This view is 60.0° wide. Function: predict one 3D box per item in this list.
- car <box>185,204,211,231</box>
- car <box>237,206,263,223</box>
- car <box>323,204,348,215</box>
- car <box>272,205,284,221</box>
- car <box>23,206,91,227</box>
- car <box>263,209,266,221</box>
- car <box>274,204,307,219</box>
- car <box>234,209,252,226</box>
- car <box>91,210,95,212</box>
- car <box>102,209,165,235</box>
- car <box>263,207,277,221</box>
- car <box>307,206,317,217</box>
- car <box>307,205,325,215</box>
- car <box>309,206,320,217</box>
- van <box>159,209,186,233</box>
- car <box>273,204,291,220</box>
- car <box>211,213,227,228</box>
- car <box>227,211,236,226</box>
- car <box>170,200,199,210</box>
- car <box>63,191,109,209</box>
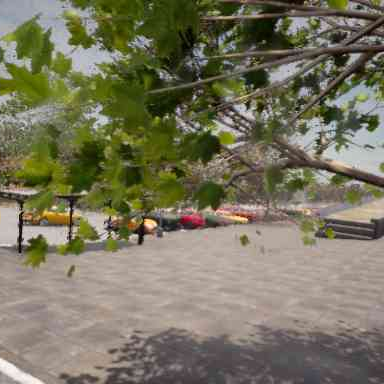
[{"bbox_3d":[-1.431,2.488,32.502,5.566,2.045,2.435,6,2,16],"label":"car"},{"bbox_3d":[5.664,2.838,42.236,5.566,2.045,2.435,6,2,16],"label":"car"},{"bbox_3d":[37.115,4.611,86.125,5.566,2.045,2.435,6,2,16],"label":"car"},{"bbox_3d":[10.899,3.226,49.545,4.553,1.767,2.185,6,2,16],"label":"car"},{"bbox_3d":[-11.389,1.933,27.581,1.882,1.535,5.008,7,1,37],"label":"car"},{"bbox_3d":[7.387,3.203,44.685,4.792,1.488,2.163,6,2,16],"label":"car"},{"bbox_3d":[16.153,3.380,56.867,5.566,2.045,2.435,6,2,16],"label":"car"},{"bbox_3d":[4.039,3.016,39.764,5.366,1.575,1.946,6,2,16],"label":"car"},{"bbox_3d":[-11.608,1.334,42.028,2.150,2.045,5.566,6,2,35],"label":"car"},{"bbox_3d":[-5.015,2.436,27.670,4.553,1.767,2.185,6,2,16],"label":"car"},{"bbox_3d":[9.114,3.261,47.119,4.892,1.521,2.231,6,2,16],"label":"car"},{"bbox_3d":[19.771,3.843,61.704,5.366,1.575,1.946,6,2,16],"label":"car"},{"bbox_3d":[23.081,3.783,66.620,5.566,2.045,2.435,6,2,16],"label":"car"},{"bbox_3d":[21.159,3.906,64.235,5.366,1.575,1.946,6,2,16],"label":"car"},{"bbox_3d":[-3.293,2.417,30.102,4.442,1.987,1.878,6,2,16],"label":"van"},{"bbox_3d":[12.587,3.309,52.007,4.553,1.767,2.185,6,2,16],"label":"car"},{"bbox_3d":[0.395,2.581,34.927,5.566,2.045,2.435,6,2,16],"label":"car"},{"bbox_3d":[2.097,2.953,37.382,4.674,1.452,2.002,6,2,16],"label":"car"},{"bbox_3d":[-1.166,2.180,56.549,2.033,1.411,5.357,6,2,36],"label":"car"},{"bbox_3d":[-13.900,1.090,43.954,2.150,2.045,5.566,6,2,36],"label":"car"}]
